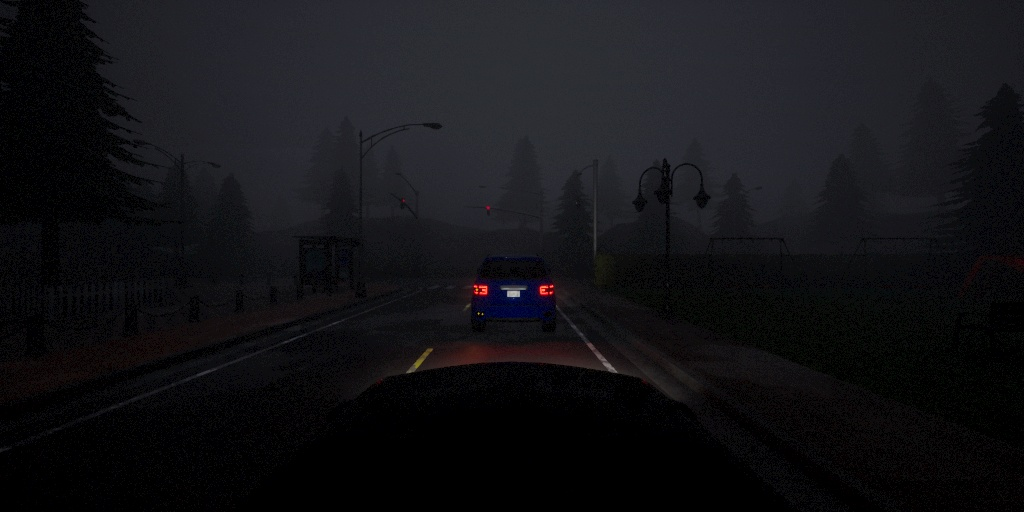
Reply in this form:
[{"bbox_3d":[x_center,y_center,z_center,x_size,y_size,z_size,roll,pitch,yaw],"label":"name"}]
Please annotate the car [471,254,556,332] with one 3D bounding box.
[{"bbox_3d":[0.057,0.971,10.993,2.150,2.045,5.566,0,0,0],"label":"car"}]
